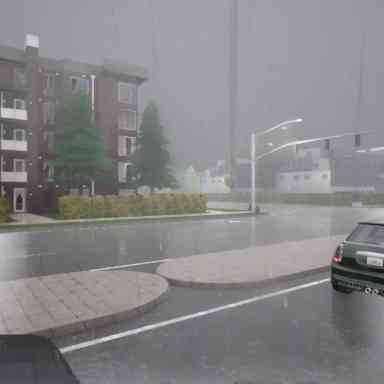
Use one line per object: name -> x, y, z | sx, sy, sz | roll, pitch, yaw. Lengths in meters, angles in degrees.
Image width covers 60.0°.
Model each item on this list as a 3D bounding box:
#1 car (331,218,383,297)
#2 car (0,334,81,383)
car -> 5.234, 1.352, 7.603 | 4.553, 1.767, 2.097 | 0, 0, -35
car -> -3.201, 1.547, 1.465 | 5.357, 1.411, 2.033 | 0, 0, -35
